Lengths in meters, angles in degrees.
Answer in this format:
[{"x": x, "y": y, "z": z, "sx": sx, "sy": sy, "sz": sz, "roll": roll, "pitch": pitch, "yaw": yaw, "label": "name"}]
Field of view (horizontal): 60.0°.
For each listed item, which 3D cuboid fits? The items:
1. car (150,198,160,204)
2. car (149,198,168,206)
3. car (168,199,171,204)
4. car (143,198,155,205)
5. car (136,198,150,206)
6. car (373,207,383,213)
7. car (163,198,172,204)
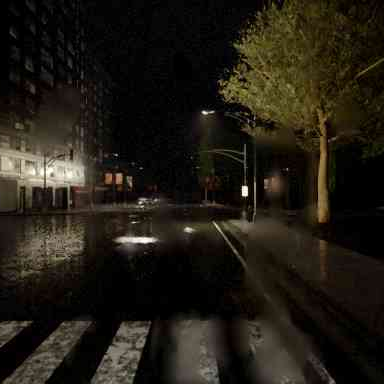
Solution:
[{"x": -9.536, "y": 2.269, "z": 85.456, "sx": 2.033, "sy": 1.411, "sz": 5.357, "roll": 0, "pitch": -1, "yaw": 0, "label": "car"}, {"x": -6.378, "y": 1.976, "z": 64.351, "sx": 2.033, "sy": 1.411, "sz": 5.357, "roll": 0, "pitch": -1, "yaw": 1, "label": "car"}, {"x": -6.314, "y": 2.040, "z": 74.300, "sx": 1.882, "sy": 1.535, "sz": 5.008, "roll": 0, "pitch": -1, "yaw": 0, "label": "car"}, {"x": -9.563, "y": 2.111, "z": 74.913, "sx": 2.033, "sy": 1.411, "sz": 5.357, "roll": 0, "pitch": -1, "yaw": 0, "label": "car"}, {"x": -9.627, "y": 1.923, "z": 64.617, "sx": 2.128, "sy": 1.511, "sz": 4.902, "roll": 0, "pitch": -1, "yaw": 1, "label": "car"}, {"x": 42.449, "y": 4.001, "z": 74.974, "sx": 5.357, "sy": 1.411, "sz": 2.033, "roll": 4, "pitch": -3, "yaw": -45, "label": "car"}, {"x": -6.288, "y": 2.312, "z": 84.625, "sx": 1.895, "sy": 1.301, "sz": 4.718, "roll": 0, "pitch": -1, "yaw": 0, "label": "car"}]
